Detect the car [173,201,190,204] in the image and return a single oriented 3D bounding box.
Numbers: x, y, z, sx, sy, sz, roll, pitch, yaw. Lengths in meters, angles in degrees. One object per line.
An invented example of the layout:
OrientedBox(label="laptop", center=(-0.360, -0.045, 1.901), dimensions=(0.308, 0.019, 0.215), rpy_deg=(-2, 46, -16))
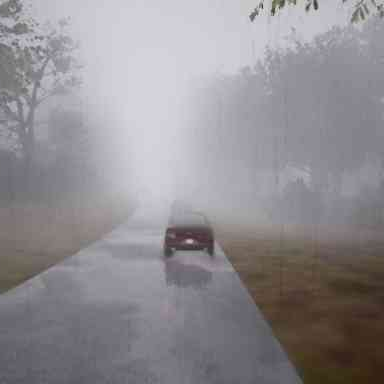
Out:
OrientedBox(label="car", center=(-0.850, 1.435, 27.509), dimensions=(2.033, 1.411, 5.357), rpy_deg=(1, 2, -4))

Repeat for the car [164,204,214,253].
OrientedBox(label="car", center=(-0.146, 1.564, 14.233), dimensions=(1.882, 1.535, 5.008), rpy_deg=(1, 1, -1))

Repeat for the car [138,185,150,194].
OrientedBox(label="car", center=(-9.309, -0.544, 64.535), dimensions=(2.097, 1.767, 4.553), rpy_deg=(1, 2, -12))
